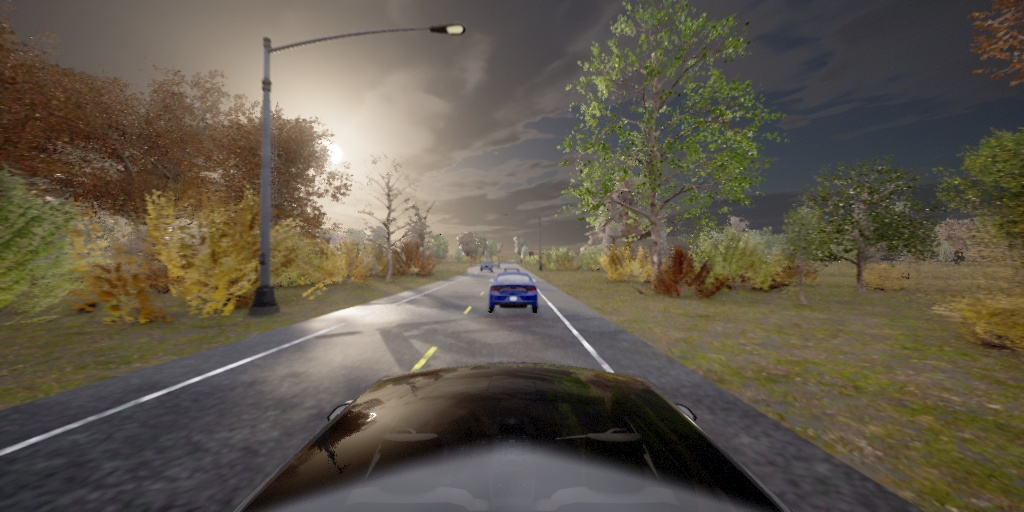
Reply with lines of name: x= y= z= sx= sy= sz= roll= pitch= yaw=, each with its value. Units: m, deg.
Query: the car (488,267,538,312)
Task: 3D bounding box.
car: x=0.031 y=1.405 z=15.252 sx=1.882 sy=1.535 sz=5.008 roll=0 pitch=-1 yaw=0

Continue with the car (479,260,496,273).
car: x=-4.233 y=1.707 z=59.818 sx=2.150 sy=2.045 sz=5.566 roll=0 pitch=-1 yaw=-4

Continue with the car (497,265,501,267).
car: x=-0.029 y=1.676 z=29.312 sx=1.994 sy=1.385 sz=4.181 roll=0 pitch=-1 yaw=0
